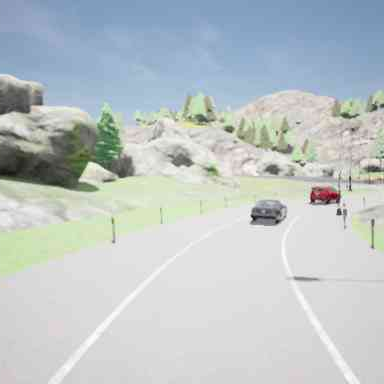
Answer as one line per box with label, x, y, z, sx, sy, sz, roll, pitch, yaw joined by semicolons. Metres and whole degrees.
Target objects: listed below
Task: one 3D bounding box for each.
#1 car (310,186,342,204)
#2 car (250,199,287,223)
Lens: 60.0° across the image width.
car;16.012;0.297;39.713;2.150;2.045;5.566;4;5;42
car;5.350;1.209;22.872;2.033;1.411;5.357;2;2;22
